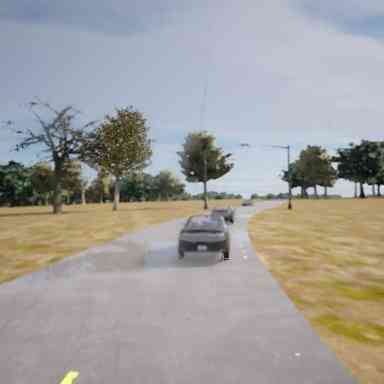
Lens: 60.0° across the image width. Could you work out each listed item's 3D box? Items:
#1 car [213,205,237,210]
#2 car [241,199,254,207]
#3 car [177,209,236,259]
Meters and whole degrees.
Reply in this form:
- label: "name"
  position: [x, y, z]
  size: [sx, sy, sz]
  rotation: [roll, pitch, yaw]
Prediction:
- label: "car"
  position: [2.675, 1.813, 28.005]
  size: [2.128, 1.511, 4.902]
  rotation: [-1, -1, 12]
- label: "car"
  position: [10.875, 2.194, 64.986]
  size: [1.837, 1.490, 4.892]
  rotation: [-1, -1, 20]
- label: "car"
  position: [0.580, 1.649, 13.311]
  size: [2.128, 1.511, 4.902]
  rotation: [0, -1, 6]
